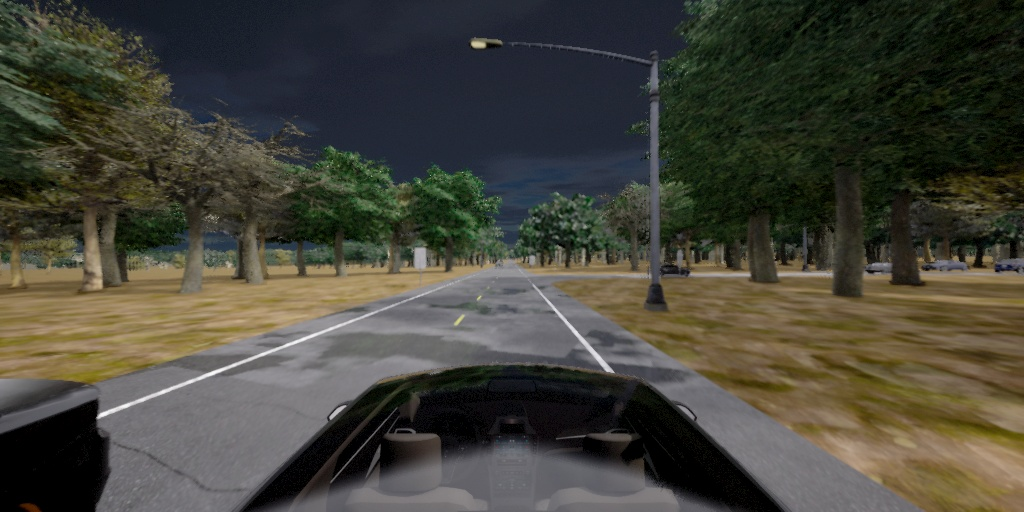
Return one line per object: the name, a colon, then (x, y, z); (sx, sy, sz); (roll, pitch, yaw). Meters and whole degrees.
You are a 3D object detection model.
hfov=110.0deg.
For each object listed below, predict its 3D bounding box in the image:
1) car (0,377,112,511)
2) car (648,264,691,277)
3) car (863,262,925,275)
car: (-3.601, 1.209, 0.217); (1.882, 1.535, 5.008); (0, -1, 0)
car: (18.435, 1.644, 42.017); (4.674, 1.442, 1.812); (-1, 0, 1)
car: (43.758, 1.429, 41.627); (5.357, 1.411, 2.033); (0, 0, 1)
